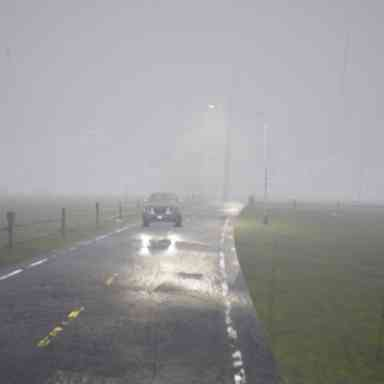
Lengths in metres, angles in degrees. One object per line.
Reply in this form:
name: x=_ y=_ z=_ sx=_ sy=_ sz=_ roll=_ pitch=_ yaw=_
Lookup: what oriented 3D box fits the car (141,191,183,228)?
car: x=-1.736 y=0.992 z=20.755 sx=2.150 sy=2.045 sz=5.566 roll=0 pitch=0 yaw=0
